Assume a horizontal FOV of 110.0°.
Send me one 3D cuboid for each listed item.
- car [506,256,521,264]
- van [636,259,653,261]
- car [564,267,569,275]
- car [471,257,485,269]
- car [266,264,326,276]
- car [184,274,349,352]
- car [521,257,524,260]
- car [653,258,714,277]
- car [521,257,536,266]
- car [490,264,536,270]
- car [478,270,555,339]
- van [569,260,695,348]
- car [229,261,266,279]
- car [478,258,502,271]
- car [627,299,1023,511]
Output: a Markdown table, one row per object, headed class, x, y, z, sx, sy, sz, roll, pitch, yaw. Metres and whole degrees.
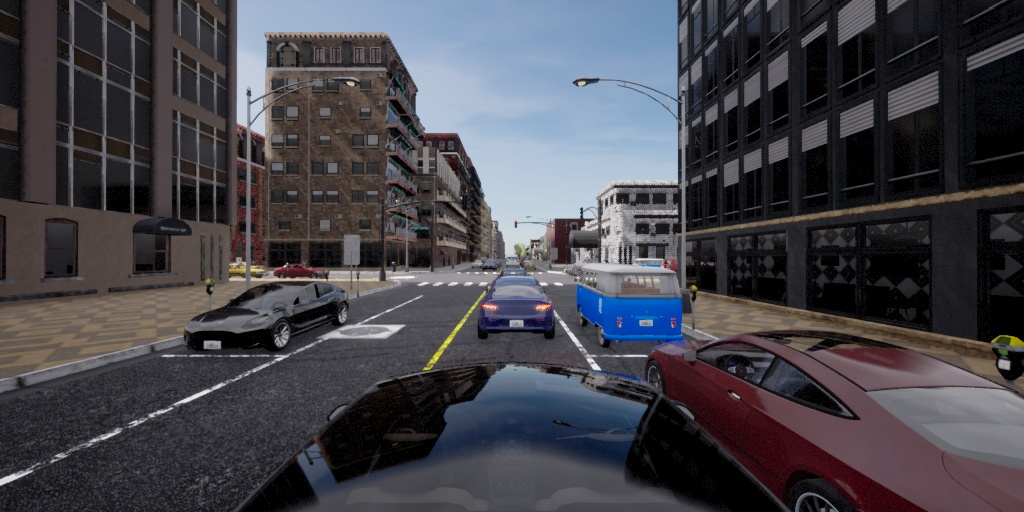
| class | x | y | z | sx | sy | sz | roll | pitch | yaw |
| --- | --- | --- | --- | --- | --- | --- | --- | --- | --- |
| car | 0.105 | 1.021 | 64.279 | 2.150 | 2.045 | 5.566 | 0 | 0 | 0 |
| van | 14.900 | 1.175 | 38.223 | 3.998 | 1.789 | 1.690 | 0 | 0 | 0 |
| car | 7.535 | 1.288 | 35.135 | 4.902 | 1.511 | 2.128 | 0 | 0 | -7 |
| car | -5.687 | 1.318 | 59.114 | 1.751 | 1.417 | 4.829 | 0 | 0 | 0 |
| car | -17.465 | 1.284 | 29.768 | 4.207 | 1.307 | 1.802 | 0 | 0 | 0 |
| car | -5.690 | 1.317 | 8.986 | 1.948 | 1.339 | 4.313 | 0 | 0 | 0 |
| car | 2.695 | 1.382 | 64.823 | 1.802 | 1.307 | 4.207 | 0 | 0 | 0 |
| car | 14.921 | 1.107 | 29.843 | 5.009 | 1.841 | 2.192 | 0 | 0 | 0 |
| car | 2.694 | 1.311 | 53.915 | 1.751 | 1.417 | 4.829 | 0 | 0 | 0 |
| car | 0.093 | 1.318 | 18.411 | 1.994 | 1.385 | 4.181 | 0 | 0 | 0 |
| car | 0.101 | 1.277 | 9.959 | 1.812 | 1.442 | 4.674 | 0 | 0 | 0 |
| van | 2.657 | 1.092 | 8.959 | 1.690 | 1.789 | 3.998 | 0 | 0 | 0 |
| car | -22.958 | 1.216 | 29.755 | 4.829 | 1.417 | 1.751 | 0 | 0 | 0 |
| car | -3.058 | 1.329 | 50.592 | 2.033 | 1.411 | 5.357 | 0 | 0 | 3 |
| car | 2.657 | 1.332 | 3.270 | 1.802 | 1.307 | 4.207 | 0 | 0 | 0 |
